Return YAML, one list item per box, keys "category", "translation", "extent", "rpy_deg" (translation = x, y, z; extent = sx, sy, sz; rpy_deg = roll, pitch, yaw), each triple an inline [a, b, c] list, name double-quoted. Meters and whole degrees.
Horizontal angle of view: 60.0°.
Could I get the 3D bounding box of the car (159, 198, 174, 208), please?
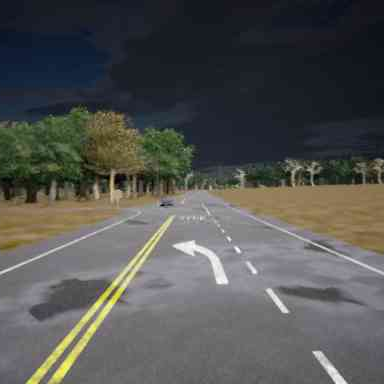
- category: "car"
  translation: [-3.473, 1.513, 47.041]
  extent: [2.033, 1.411, 5.357]
  rpy_deg: [0, -1, 0]
